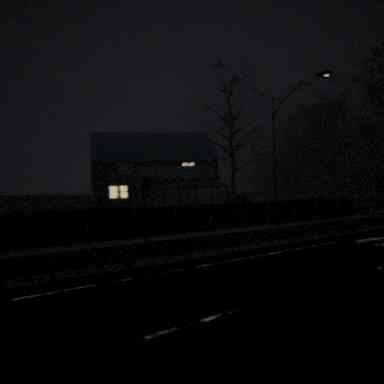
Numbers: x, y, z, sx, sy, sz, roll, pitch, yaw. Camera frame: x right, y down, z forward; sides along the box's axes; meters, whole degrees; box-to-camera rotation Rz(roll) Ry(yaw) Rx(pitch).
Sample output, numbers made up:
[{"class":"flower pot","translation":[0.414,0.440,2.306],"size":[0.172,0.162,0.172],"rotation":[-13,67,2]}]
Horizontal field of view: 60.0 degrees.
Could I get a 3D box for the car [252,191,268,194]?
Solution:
[{"class":"car","translation":[10.893,0.578,53.225],"size":[2.097,1.767,4.553],"rotation":[-2,1,-14]}]
